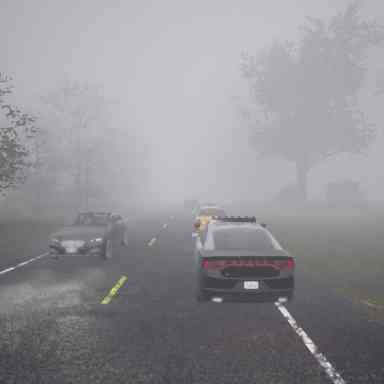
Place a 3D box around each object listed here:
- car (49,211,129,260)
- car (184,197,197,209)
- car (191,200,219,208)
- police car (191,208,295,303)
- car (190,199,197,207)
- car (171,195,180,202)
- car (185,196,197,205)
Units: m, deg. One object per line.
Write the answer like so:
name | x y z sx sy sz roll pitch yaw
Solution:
car | -3.632 1.487 12.466 2.128 1.511 4.902 0 0 0
car | -0.082 1.441 45.636 1.882 1.535 5.008 0 0 0
car | 1.002 1.448 18.474 1.801 1.575 5.366 0 0 0
police car | 1.028 1.422 8.393 1.930 1.638 5.238 0 0 0
car | 0.986 1.514 24.285 1.812 1.442 4.674 0 0 0
car | -3.699 1.464 75.073 1.994 1.385 4.181 0 0 0
car | -0.158 1.500 59.655 1.994 1.385 4.181 0 0 0
